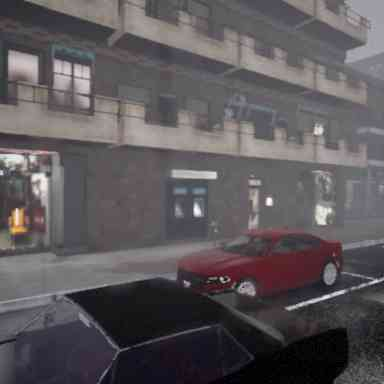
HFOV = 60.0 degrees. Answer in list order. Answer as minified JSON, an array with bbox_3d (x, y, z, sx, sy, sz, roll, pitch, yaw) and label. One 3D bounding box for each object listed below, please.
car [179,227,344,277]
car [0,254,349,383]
[{"bbox_3d":[1.727,1.554,7.781,4.507,1.381,1.887,0,0,-35],"label":"car"},{"bbox_3d":[-0.773,1.603,2.819,4.718,1.301,1.895,0,0,-35],"label":"car"}]
